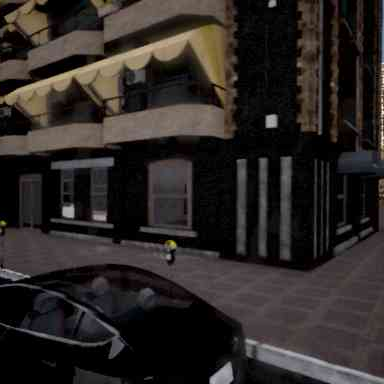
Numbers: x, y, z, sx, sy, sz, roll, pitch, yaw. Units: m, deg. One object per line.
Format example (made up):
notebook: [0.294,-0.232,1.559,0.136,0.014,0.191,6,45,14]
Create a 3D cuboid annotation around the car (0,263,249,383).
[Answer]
car: [-1.452,1.540,3.910,4.313,1.339,1.947,1,0,35]
